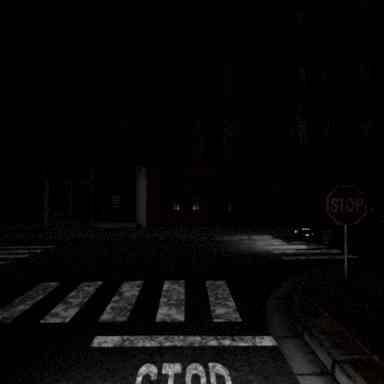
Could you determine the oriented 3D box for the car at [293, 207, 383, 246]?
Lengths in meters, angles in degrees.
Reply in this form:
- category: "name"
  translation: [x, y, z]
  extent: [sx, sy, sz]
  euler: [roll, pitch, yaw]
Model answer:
- category: "car"
  translation: [6.912, 1.446, 14.450]
  extent: [4.892, 1.490, 1.837]
  euler: [-1, -1, -1]
